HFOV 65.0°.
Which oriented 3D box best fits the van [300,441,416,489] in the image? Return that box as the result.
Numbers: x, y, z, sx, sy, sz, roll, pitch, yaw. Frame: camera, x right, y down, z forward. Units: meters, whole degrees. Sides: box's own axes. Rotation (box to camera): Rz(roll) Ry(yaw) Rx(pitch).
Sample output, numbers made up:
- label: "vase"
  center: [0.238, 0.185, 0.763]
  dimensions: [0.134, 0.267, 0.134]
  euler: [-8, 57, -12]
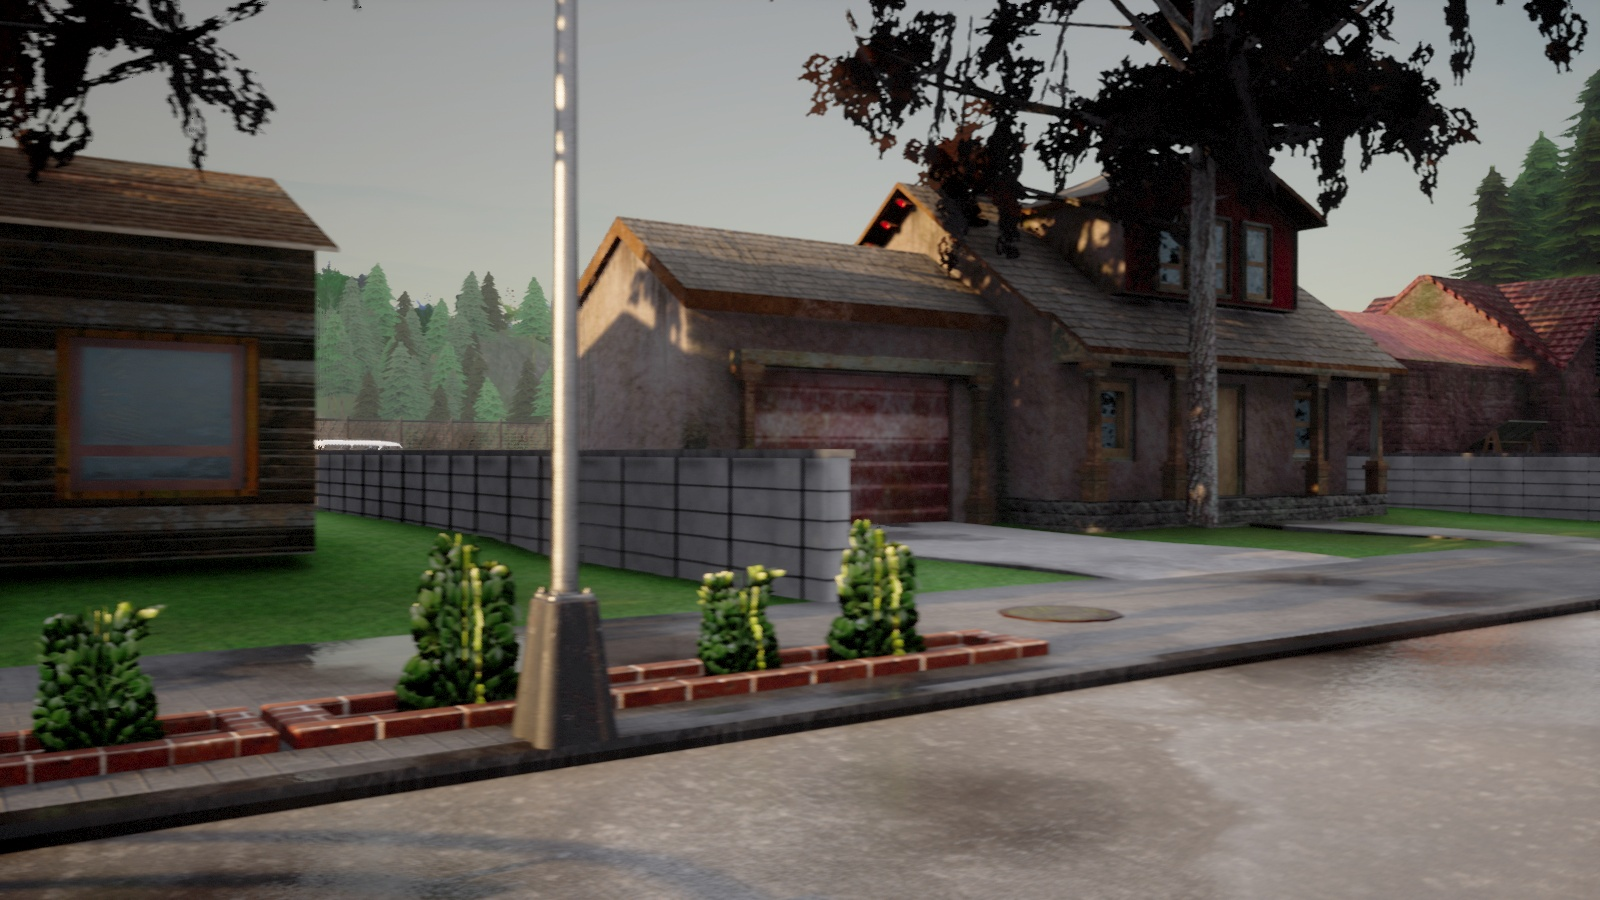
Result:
- label: "van"
  center: [-19.630, 0.646, 55.800]
  dimensions: [4.480, 2.038, 2.069]
  euler: [0, 0, -35]
